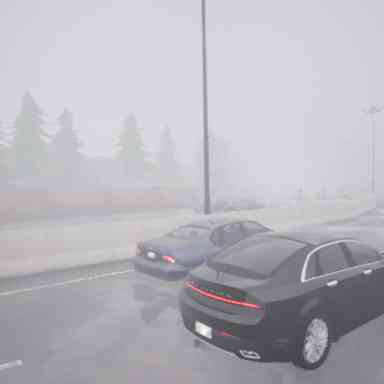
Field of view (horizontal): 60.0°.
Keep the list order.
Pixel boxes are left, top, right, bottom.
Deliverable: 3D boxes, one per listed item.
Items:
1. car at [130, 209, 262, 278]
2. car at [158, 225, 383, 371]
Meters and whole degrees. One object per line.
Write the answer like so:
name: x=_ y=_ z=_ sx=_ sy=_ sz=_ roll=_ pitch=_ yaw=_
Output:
car: x=0.997 y=1.429 z=9.183 sx=5.357 sy=1.411 sz=2.033 roll=-2 pitch=1 yaw=-40
car: x=2.043 y=1.405 z=5.614 sx=4.892 sy=1.490 sz=1.837 roll=-2 pitch=1 yaw=-38
